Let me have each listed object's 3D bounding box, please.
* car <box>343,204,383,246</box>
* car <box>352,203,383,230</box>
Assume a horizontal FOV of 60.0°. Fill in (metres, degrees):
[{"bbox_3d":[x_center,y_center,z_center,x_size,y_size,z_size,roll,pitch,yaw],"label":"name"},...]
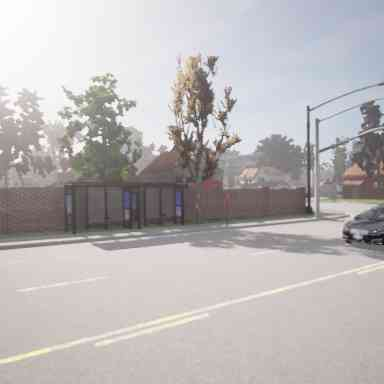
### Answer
[{"bbox_3d":[8.393,1.460,14.234,4.902,1.511,2.128,0,0,-35],"label":"car"},{"bbox_3d":[12.841,1.474,21.624,5.357,1.411,2.033,0,0,-35],"label":"car"}]
